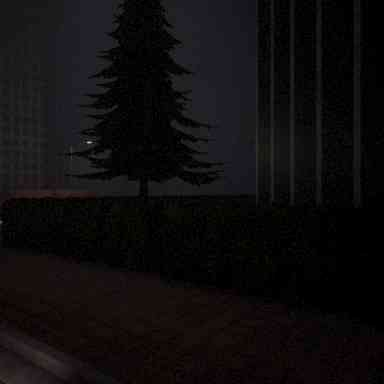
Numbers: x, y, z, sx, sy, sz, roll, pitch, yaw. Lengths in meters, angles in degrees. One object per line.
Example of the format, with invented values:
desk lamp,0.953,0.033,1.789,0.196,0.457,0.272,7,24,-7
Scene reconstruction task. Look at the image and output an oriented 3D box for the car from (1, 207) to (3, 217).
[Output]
car,-13.130,1.556,28.415,1.837,1.490,4.892,0,1,36
